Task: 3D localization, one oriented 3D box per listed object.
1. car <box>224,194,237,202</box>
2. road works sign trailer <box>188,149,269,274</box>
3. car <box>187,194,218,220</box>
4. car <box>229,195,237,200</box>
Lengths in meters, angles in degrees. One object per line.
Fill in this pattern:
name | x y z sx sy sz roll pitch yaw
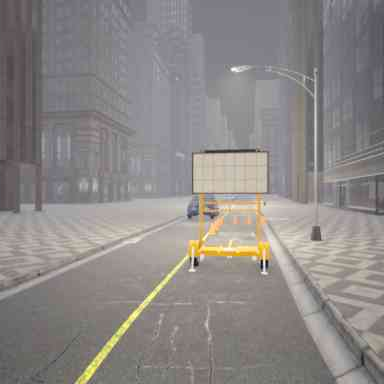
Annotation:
car | 7.684 1.210 68.537 2.097 1.767 4.553 0 0 9
road works sign trailer | 1.215 0.459 10.625 2.380 3.560 2.880 0 0 9
car | 0.994 1.194 28.412 2.150 2.045 5.566 0 0 9
car | 11.213 1.393 90.055 1.994 1.385 4.181 0 0 9
